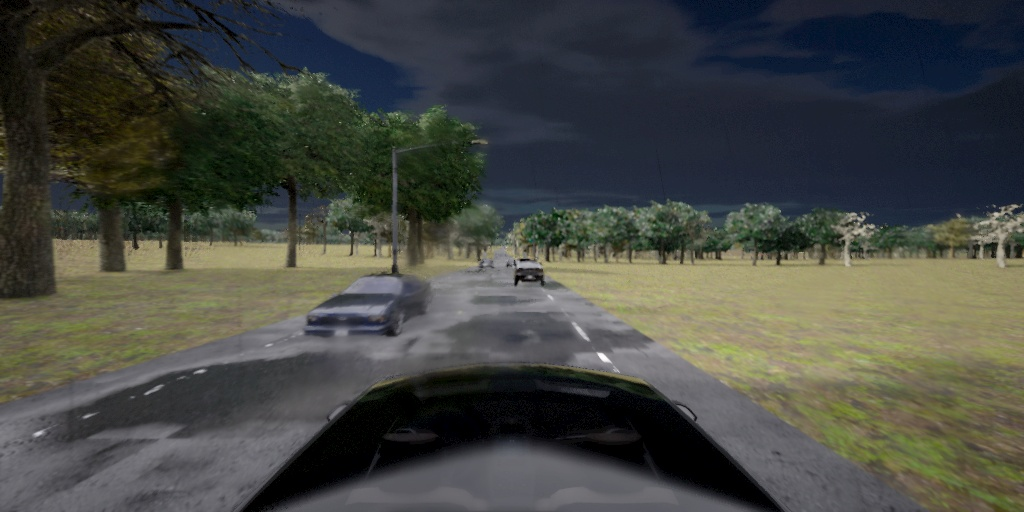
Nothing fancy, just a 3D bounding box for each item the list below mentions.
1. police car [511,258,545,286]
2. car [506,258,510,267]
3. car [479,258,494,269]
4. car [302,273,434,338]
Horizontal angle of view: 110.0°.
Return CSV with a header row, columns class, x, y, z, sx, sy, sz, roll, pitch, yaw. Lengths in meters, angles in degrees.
class,x,y,z,sx,sy,sz,roll,pitch,yaw
police car,1.053,1.008,23.593,1.930,1.638,5.238,0,0,0
car,0.010,1.138,59.822,1.994,1.385,4.181,0,0,0
car,-3.550,1.051,50.321,2.128,1.511,4.902,0,0,0
car,-3.592,1.216,10.203,2.033,1.411,5.357,0,1,0
